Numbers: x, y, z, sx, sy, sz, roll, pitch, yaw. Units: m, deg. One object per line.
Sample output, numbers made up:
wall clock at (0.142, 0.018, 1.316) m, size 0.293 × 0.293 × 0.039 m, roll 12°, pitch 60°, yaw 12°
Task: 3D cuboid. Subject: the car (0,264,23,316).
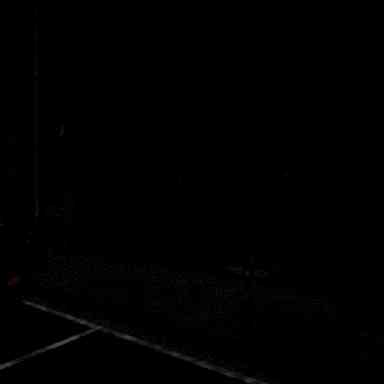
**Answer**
car at (-4.835, 1.649, 6.298) m, size 4.206 × 1.307 × 1.802 m, roll -1°, pitch 0°, yaw 36°
